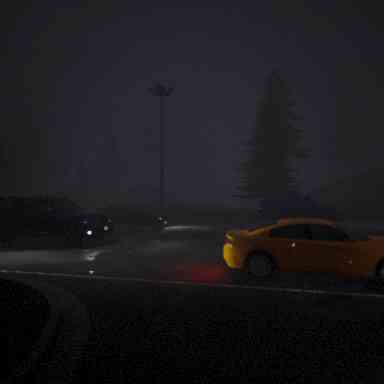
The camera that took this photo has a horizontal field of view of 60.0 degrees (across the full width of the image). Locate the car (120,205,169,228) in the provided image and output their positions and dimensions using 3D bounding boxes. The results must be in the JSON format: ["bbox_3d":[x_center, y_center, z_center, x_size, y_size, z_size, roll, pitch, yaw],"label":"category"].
[{"bbox_3d":[-4.249,1.535,21.680,5.357,1.411,2.033,0,0,14],"label":"car"}]

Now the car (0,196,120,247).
[{"bbox_3d":[-6.404,1.218,14.999,5.566,2.045,2.150,0,0,14],"label":"car"}]

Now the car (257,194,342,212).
[{"bbox_3d":[7.175,1.190,22.490,5.566,2.045,2.150,0,0,14],"label":"car"}]

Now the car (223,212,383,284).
[{"bbox_3d":[3.355,1.464,9.013,5.008,1.535,1.882,0,0,14],"label":"car"}]
